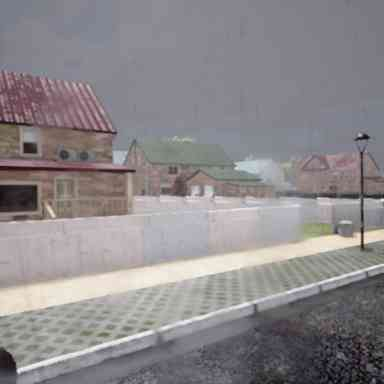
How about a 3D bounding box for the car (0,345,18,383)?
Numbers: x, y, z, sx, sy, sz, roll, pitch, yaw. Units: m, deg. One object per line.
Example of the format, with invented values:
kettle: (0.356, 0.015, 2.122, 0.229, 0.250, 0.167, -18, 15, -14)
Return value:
car: (-3.112, 1.531, 0.850, 4.892, 1.490, 1.837, -1, 1, -35)
